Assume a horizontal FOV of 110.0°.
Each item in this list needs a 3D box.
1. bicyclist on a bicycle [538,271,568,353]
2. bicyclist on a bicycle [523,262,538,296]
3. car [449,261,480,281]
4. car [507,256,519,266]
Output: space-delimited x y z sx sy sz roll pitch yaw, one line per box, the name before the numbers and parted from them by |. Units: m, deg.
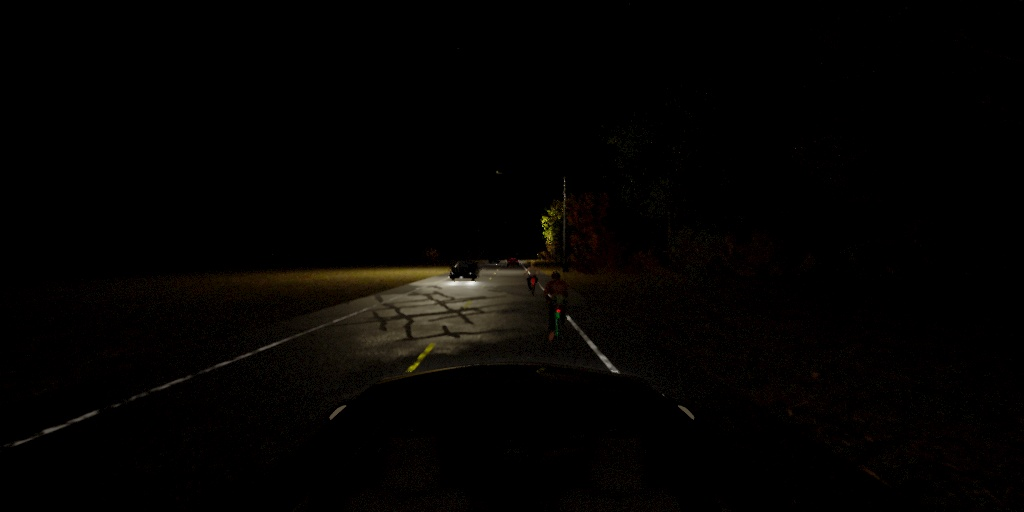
bicyclist on a bicycle | 0.965 1.159 7.728 0.582 1.620 1.656 0 0 0
bicyclist on a bicycle | 0.990 1.072 17.329 0.866 1.612 1.509 0 0 0
car | -3.584 1.104 28.002 2.033 1.411 5.357 0 0 0
car | 0.129 0.889 57.500 2.033 1.411 5.357 0 0 0
